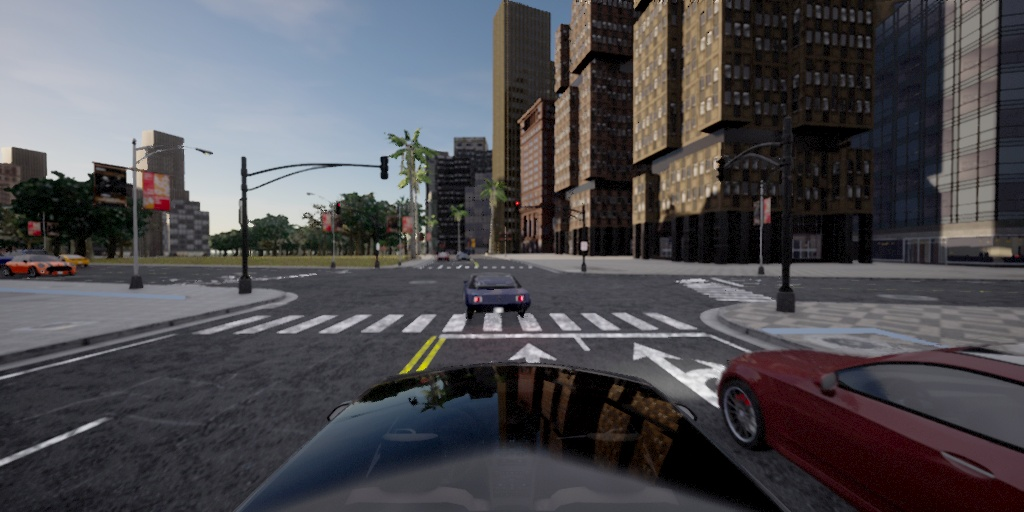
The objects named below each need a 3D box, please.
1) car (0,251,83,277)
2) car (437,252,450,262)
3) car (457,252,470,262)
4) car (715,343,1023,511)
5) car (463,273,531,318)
[{"bbox_3d":[-36.589,0.694,27.869,4.553,1.767,2.097,0,1,14],"label":"car"},{"bbox_3d":[-10.999,0.160,57.414,1.882,1.535,5.008,0,1,-8],"label":"car"},{"bbox_3d":[-7.813,0.235,58.072,1.994,1.385,4.181,0,1,-8],"label":"car"},{"bbox_3d":[3.258,1.270,2.172,1.812,1.442,4.674,0,1,0],"label":"car"},{"bbox_3d":[-0.727,1.230,12.435,1.895,1.301,4.718,0,1,-9],"label":"car"}]
